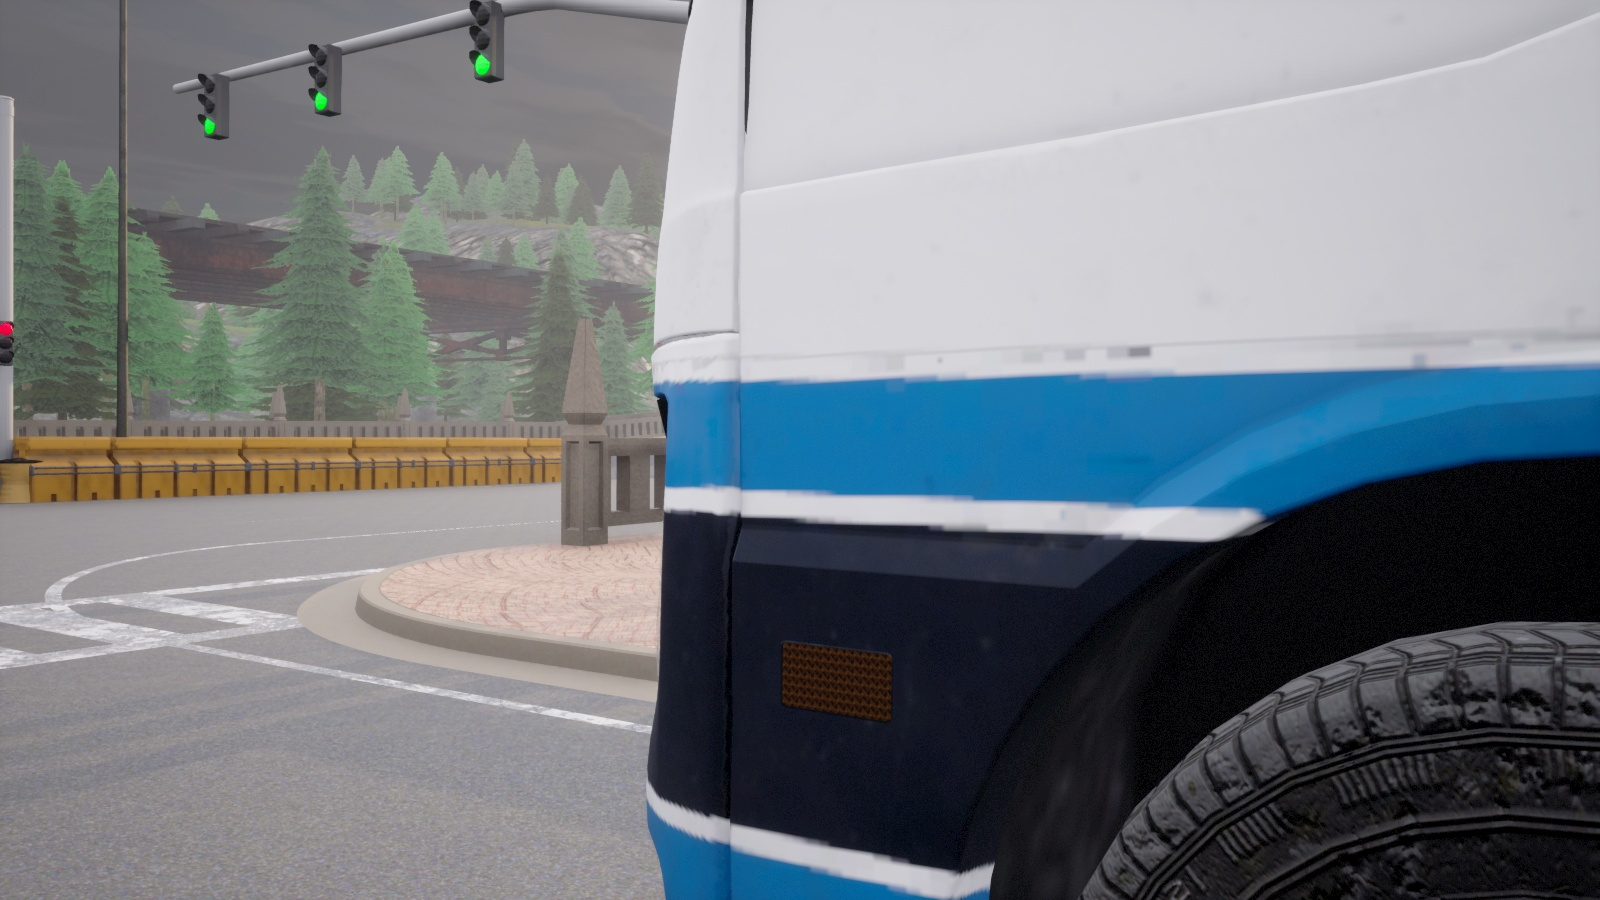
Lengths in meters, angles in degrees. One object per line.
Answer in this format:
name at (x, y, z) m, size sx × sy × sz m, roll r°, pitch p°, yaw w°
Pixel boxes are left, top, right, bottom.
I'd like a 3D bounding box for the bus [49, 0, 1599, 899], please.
bus at (4.151, -0.694, 0.838) m, size 10.273 × 4.253 × 3.944 m, roll 0°, pitch 1°, yaw 34°
